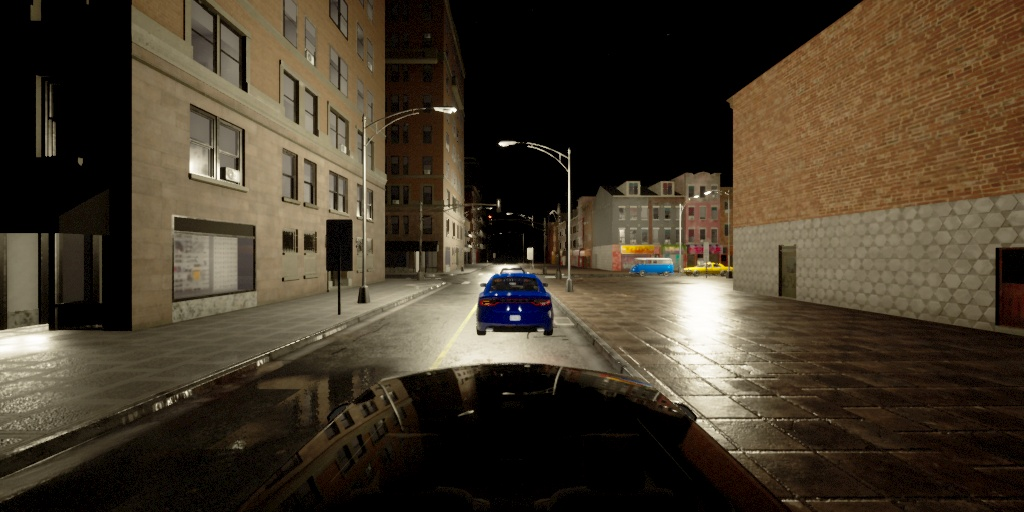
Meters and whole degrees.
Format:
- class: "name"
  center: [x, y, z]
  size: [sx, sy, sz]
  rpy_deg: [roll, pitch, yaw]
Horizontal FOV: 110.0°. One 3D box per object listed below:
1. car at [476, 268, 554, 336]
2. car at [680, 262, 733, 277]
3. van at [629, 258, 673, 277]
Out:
- class: "car"
  center: [0.067, 1.227, 10.456]
  size: [1.882, 1.535, 5.008]
  rpy_deg: [0, 0, 0]
- class: "car"
  center: [19.051, 1.267, 35.028]
  size: [4.829, 1.417, 1.751]
  rpy_deg: [0, 0, 0]
- class: "van"
  center: [13.610, 1.087, 35.015]
  size: [3.998, 1.789, 1.690]
  rpy_deg: [0, 0, 0]
